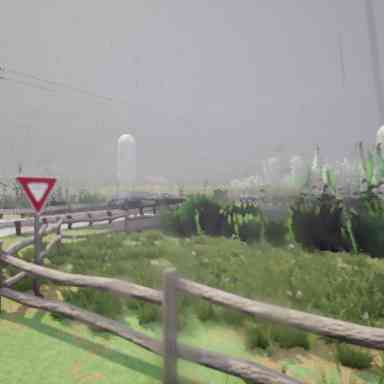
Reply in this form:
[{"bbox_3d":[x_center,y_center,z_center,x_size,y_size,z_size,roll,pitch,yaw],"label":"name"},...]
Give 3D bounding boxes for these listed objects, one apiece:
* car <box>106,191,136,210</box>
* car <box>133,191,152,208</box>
[{"bbox_3d":[-5.537,0.719,30.188,2.097,1.767,4.553,0,2,37],"label":"car"},{"bbox_3d":[-2.243,0.849,28.428,2.128,1.511,4.902,0,2,37],"label":"car"}]
